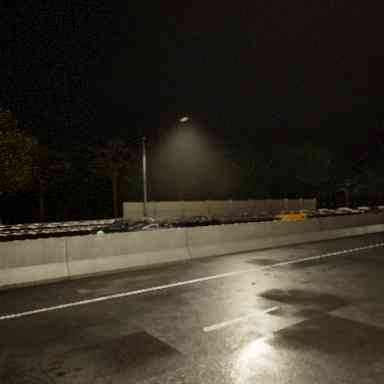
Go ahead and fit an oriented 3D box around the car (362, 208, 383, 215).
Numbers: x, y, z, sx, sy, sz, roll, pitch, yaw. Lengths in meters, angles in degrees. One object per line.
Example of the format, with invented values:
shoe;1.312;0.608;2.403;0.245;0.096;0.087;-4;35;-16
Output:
car;27.373;3.084;49.948;4.674;1.442;1.812;0;-3;-36

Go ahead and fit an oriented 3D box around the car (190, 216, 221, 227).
car;0.354;2.958;30.225;5.008;1.535;1.882;0;-3;-36

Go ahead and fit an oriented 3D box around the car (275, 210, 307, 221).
car;13.010;3.205;43.802;5.008;1.535;1.882;0;-4;-36

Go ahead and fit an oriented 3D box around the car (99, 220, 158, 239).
car;-5.528;3.233;29.342;4.718;1.301;1.895;0;-4;-39

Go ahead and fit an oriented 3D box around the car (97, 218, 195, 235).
car;-2.597;2.543;19.418;4.902;1.511;2.128;0;-3;-36

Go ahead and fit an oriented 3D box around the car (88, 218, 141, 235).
car;-4.664;2.609;22.245;4.553;1.767;2.097;0;-3;-36
